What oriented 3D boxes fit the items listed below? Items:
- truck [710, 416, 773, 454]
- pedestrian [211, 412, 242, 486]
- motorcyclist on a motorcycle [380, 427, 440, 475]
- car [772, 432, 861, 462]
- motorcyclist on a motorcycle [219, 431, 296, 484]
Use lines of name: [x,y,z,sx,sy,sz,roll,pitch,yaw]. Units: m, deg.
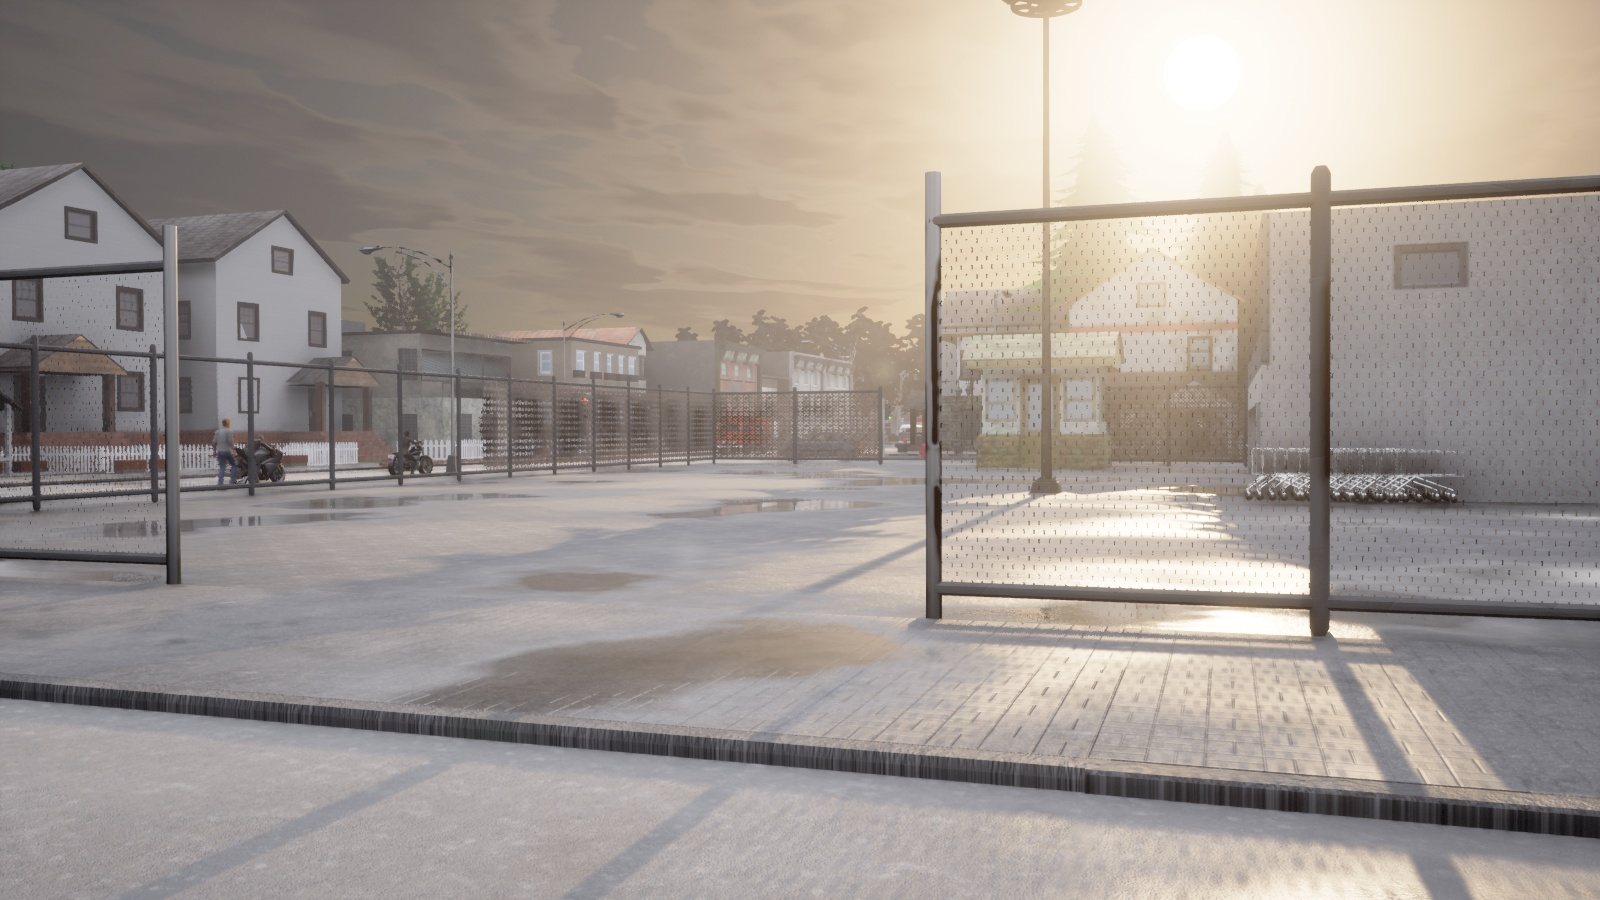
truck: [-3.927,-1.049,85.792,2.627,2.467,5.204,1,1,18]
pedestrian: [-14.471,-0.026,31.708,0.354,1.836,0.706,0,1,12]
motorcyclist on a motorcycle: [-13.768,0.014,44.441,0.766,1.649,2.350,1,1,20]
car: [0.864,-0.185,64.214,4.193,1.474,1.816,1,1,19]
motorcyclist on a motorcycle: [-16.126,0.202,37.396,0.866,1.530,2.191,1,1,19]
